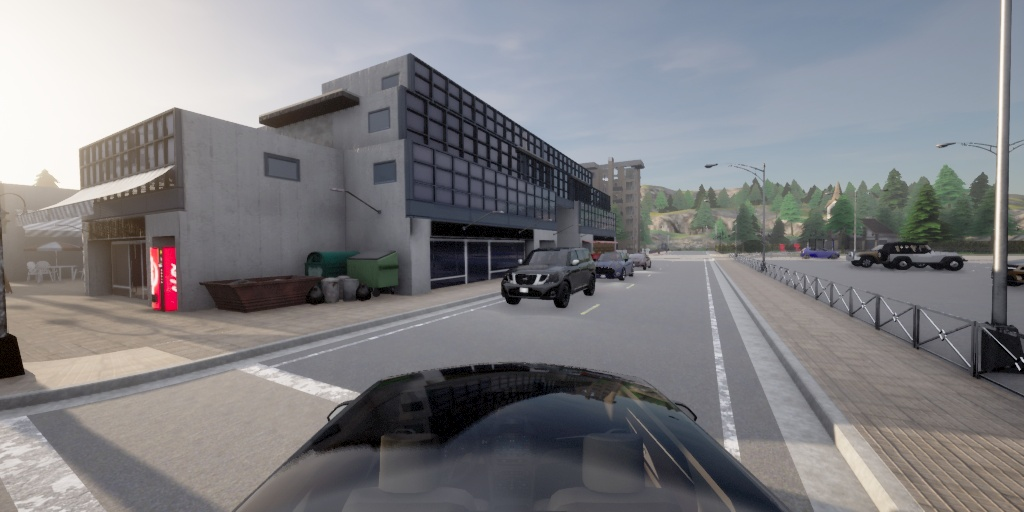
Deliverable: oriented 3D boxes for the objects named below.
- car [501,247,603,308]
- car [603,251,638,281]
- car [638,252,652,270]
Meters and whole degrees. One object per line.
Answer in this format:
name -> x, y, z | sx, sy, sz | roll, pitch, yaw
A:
car -> 1.678, 0.674, 13.995 | 2.150, 2.045, 5.566 | 0, 2, 28
car -> 6.302, 0.530, 22.677 | 2.097, 1.767, 4.553 | 0, 2, 28
car -> 11.117, 0.418, 31.705 | 1.812, 1.442, 4.674 | 0, 2, 28
